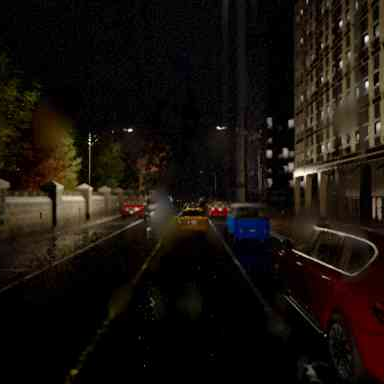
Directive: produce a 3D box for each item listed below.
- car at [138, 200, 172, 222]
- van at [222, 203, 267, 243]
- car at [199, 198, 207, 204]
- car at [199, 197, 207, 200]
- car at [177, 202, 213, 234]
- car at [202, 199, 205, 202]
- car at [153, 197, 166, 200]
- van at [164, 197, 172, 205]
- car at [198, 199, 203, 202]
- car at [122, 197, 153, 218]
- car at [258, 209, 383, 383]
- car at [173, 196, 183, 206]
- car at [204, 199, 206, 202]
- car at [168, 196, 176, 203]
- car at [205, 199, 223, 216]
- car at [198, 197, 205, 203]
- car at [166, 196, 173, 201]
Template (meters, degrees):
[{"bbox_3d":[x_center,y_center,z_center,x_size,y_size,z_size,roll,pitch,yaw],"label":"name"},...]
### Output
[{"bbox_3d":[-3.093,1.758,29.532,2.128,1.511,4.902,0,-1,0],"label":"car"},{"bbox_3d":[2.702,1.495,16.665,1.690,1.788,3.998,1,0,0],"label":"van"},{"bbox_3d":[2.712,2.209,84.077,1.752,1.417,4.829,1,0,0],"label":"car"},{"bbox_3d":[2.708,2.145,67.054,1.802,1.307,4.206,1,0,0],"label":"car"},{"bbox_3d":[0.103,1.642,20.372,1.801,1.575,5.366,0,-1,0],"label":"car"},{"bbox_3d":[2.704,1.961,45.067,1.947,1.339,4.313,1,0,0],"label":"car"},{"bbox_3d":[-5.672,1.756,50.799,2.192,1.841,5.009,1,0,0],"label":"car"},{"bbox_3d":[-5.667,1.985,78.343,1.690,1.788,3.998,1,0,0],"label":"van"},{"bbox_3d":[0.108,1.974,42.326,1.895,1.301,4.718,0,0,0],"label":"car"},{"bbox_3d":[-5.675,1.617,33.752,2.192,1.841,5.009,1,0,0],"label":"car"},{"bbox_3d":[2.699,1.366,5.305,2.192,1.841,5.009,0,-1,0],"label":"car"},{"bbox_3d":[-2.989,2.063,69.966,1.837,1.490,4.892,0,0,0],"label":"car"},{"bbox_3d":[2.704,1.876,39.558,1.752,1.417,4.829,1,0,0],"label":"car"},{"bbox_3d":[-5.664,2.074,95.185,2.192,1.841,5.009,1,0,0],"label":"car"},{"bbox_3d":[2.704,1.742,33.708,1.967,1.590,4.097,1,0,0],"label":"car"},{"bbox_3d":[2.715,2.199,95.142,1.967,1.590,4.097,1,0,0],"label":"car"},{"bbox_3d":[-5.669,1.879,67.116,2.192,1.841,5.009,1,0,0],"label":"car"}]
